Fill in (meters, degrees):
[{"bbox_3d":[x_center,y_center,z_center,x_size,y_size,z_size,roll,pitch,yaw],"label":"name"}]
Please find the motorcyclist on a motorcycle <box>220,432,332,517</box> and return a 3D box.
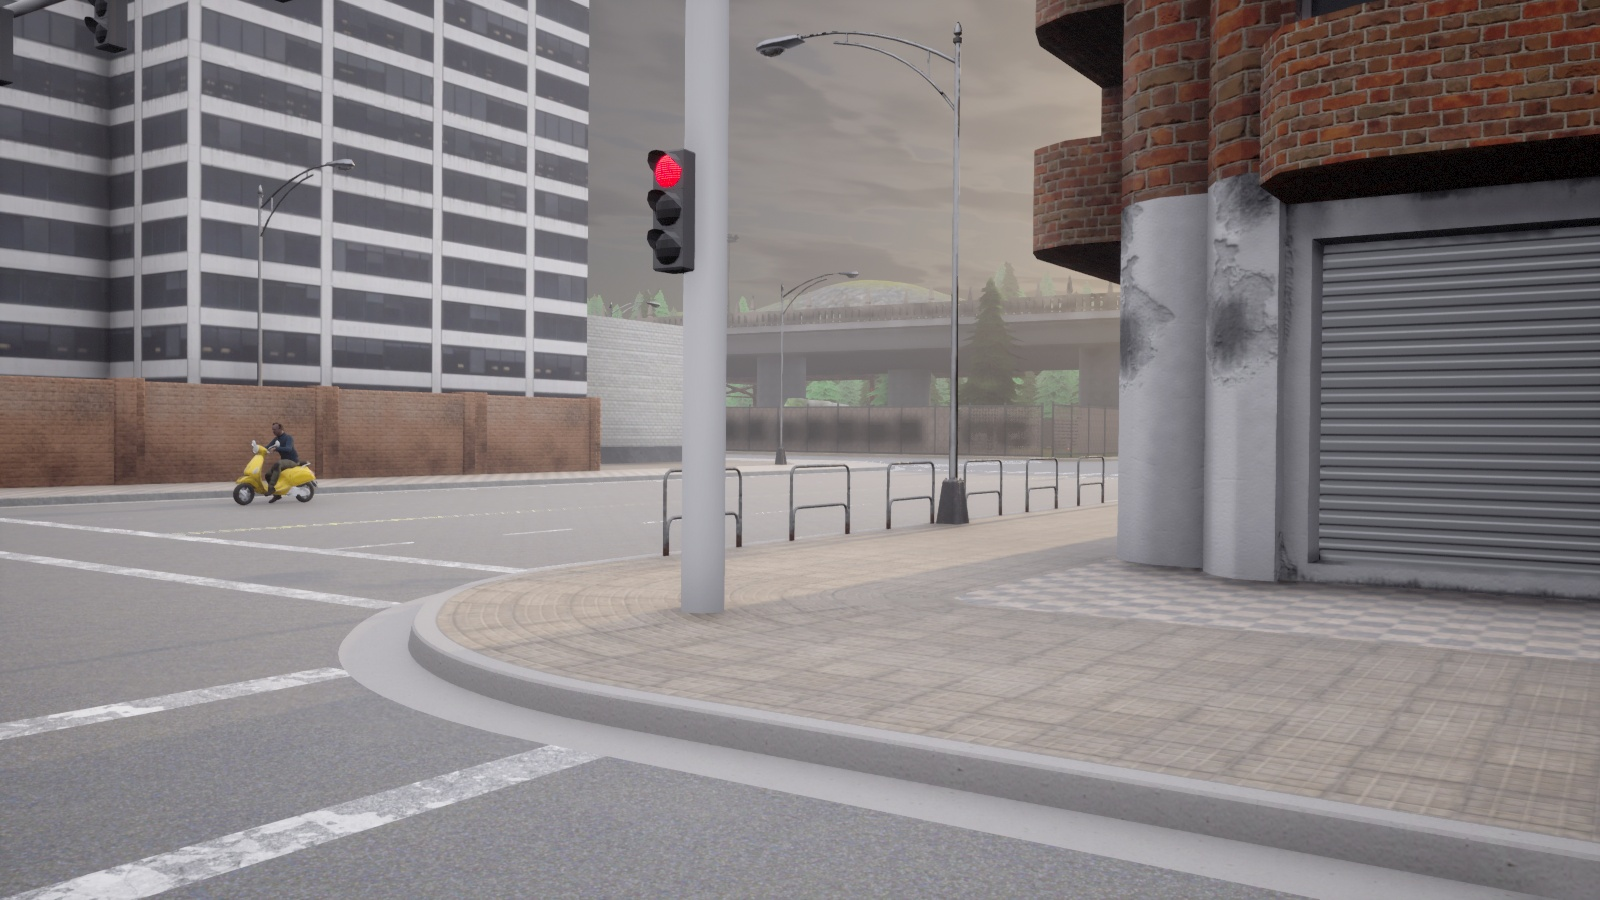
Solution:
[{"bbox_3d":[-10.189,0.443,24.478,0.866,1.590,1.817,0,1,33],"label":"motorcyclist on a motorcycle"}]
